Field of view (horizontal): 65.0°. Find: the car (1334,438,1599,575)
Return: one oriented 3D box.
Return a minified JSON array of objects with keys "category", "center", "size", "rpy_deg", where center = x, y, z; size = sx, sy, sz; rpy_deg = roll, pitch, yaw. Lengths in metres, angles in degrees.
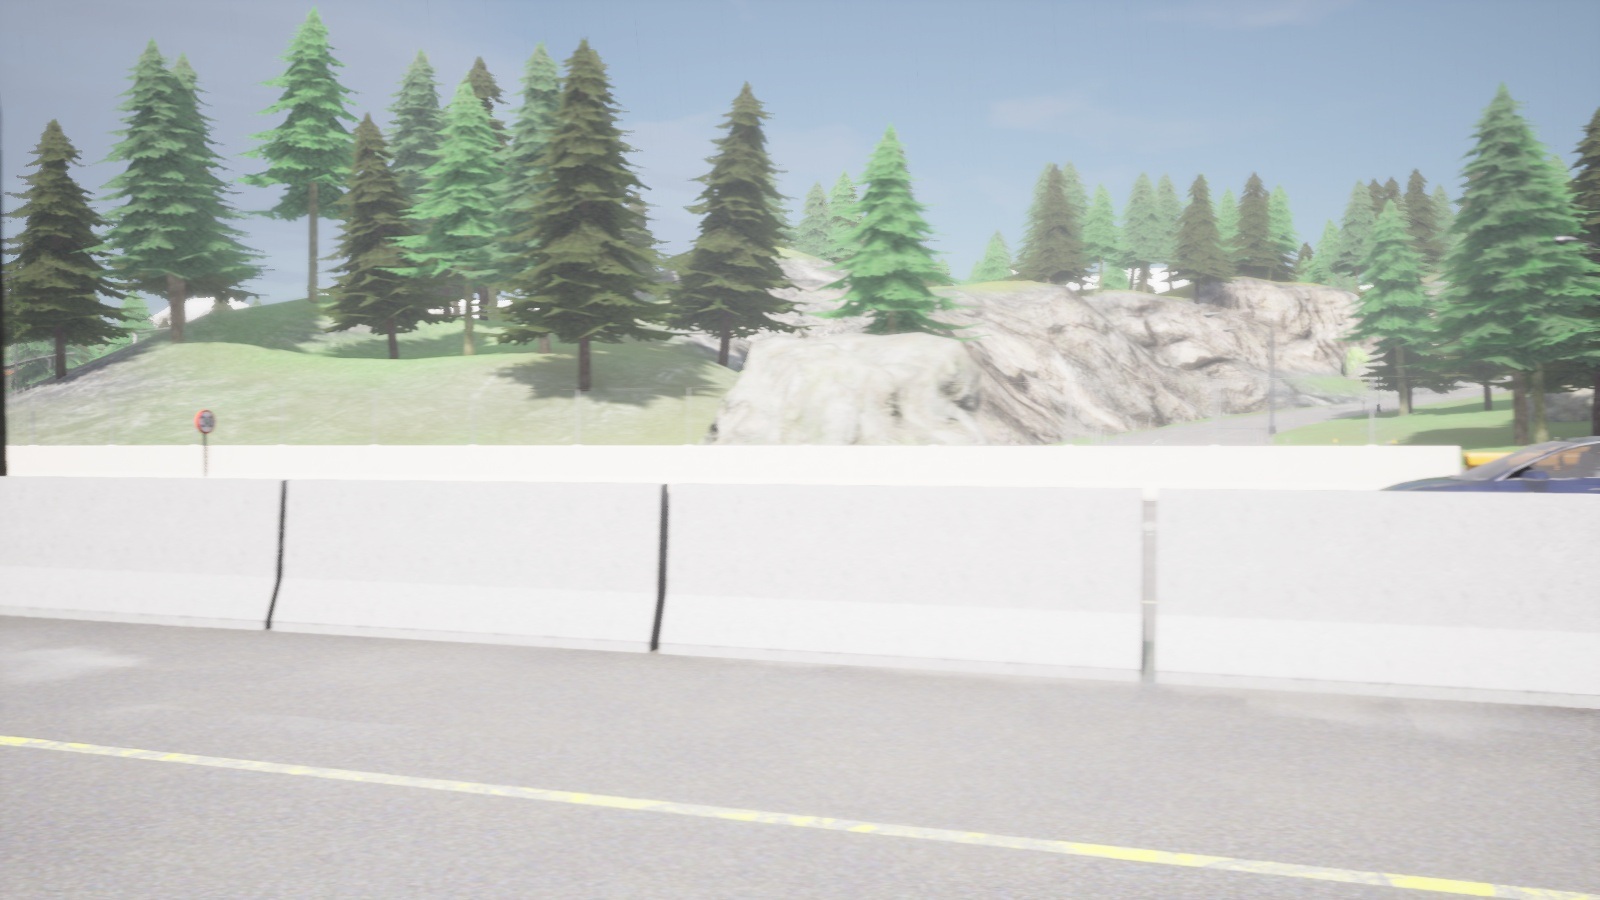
[{"category":"car","center":[9.042,0.621,14.921],"size":[4.792,1.488,2.163],"rpy_deg":[0,1,19]}]
